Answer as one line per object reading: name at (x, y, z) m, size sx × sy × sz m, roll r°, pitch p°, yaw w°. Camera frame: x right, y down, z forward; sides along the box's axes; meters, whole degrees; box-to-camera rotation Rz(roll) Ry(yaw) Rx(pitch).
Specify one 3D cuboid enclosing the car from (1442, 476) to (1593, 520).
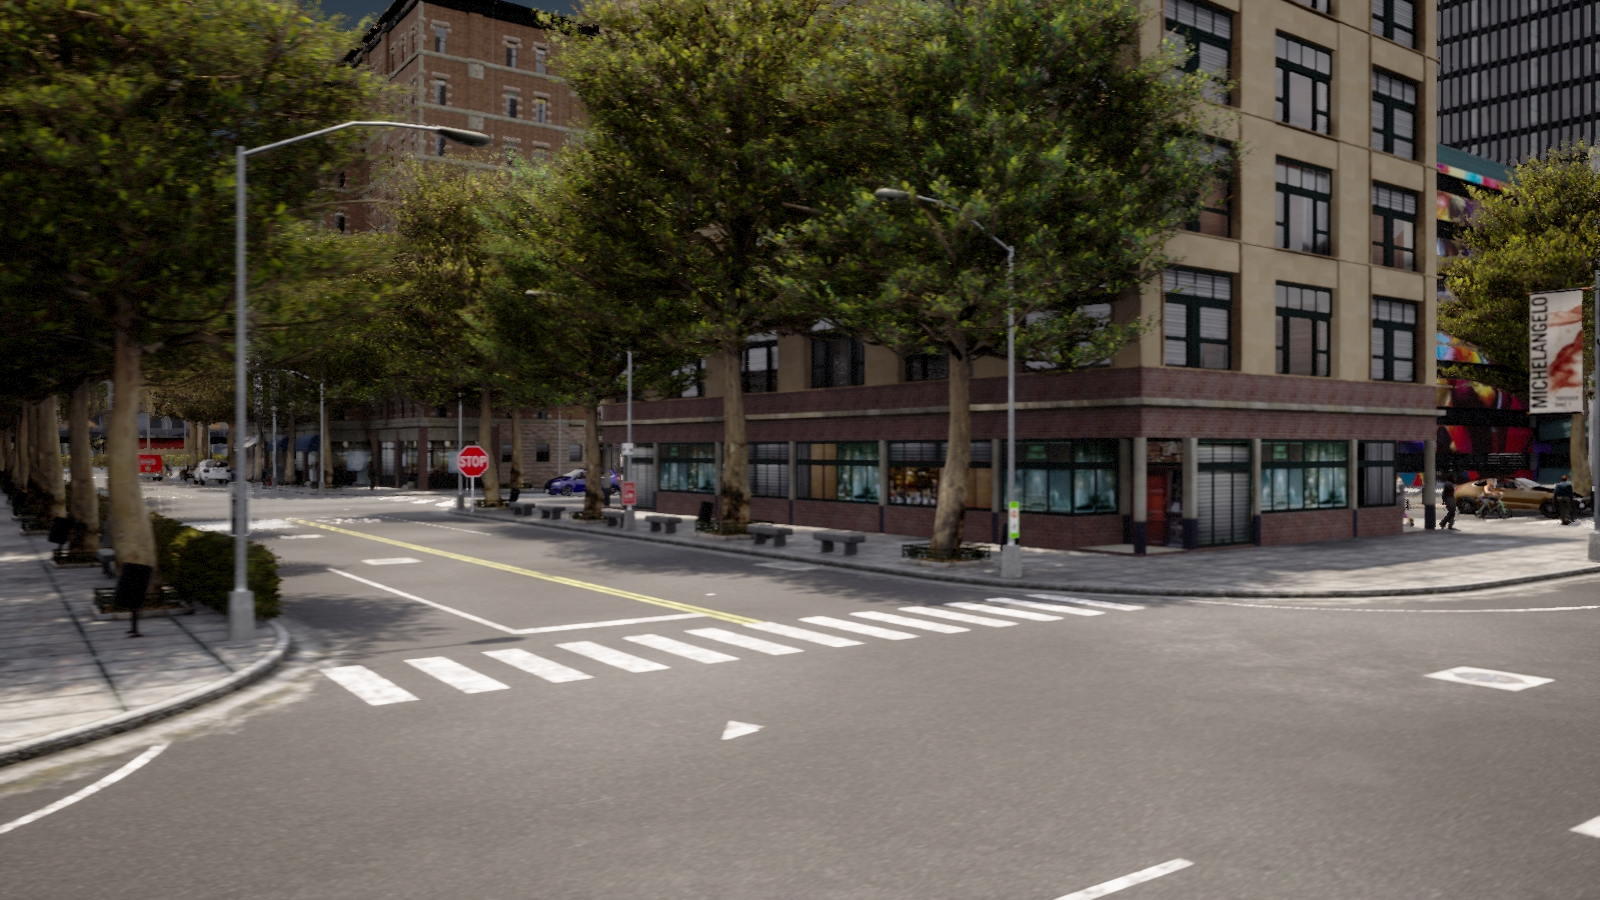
car at (30.613, 1.992, 48.906) m, size 2.152 × 1.651 × 5.027 m, roll 0°, pitch 0°, yaw -36°

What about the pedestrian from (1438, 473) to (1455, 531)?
pedestrian at (21.232, 1.697, 37.519) m, size 0.375 × 1.860 × 0.375 m, roll 0°, pitch 0°, yaw -37°

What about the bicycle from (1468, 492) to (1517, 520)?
bicycle at (28.081, 2.257, 46.326) m, size 0.859 × 1.080 × 1.487 m, roll 0°, pitch 0°, yaw -34°

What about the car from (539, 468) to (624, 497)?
car at (-13.409, 1.967, 70.268) m, size 4.611 × 1.667 × 2.242 m, roll 0°, pitch 0°, yaw -36°

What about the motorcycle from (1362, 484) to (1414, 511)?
motorcycle at (27.441, 2.214, 53.349) m, size 0.803 × 1.145 × 2.033 m, roll 0°, pitch 0°, yaw -36°

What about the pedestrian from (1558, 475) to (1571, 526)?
pedestrian at (28.250, 1.848, 42.225) m, size 0.375 × 1.860 × 0.375 m, roll 0°, pitch 0°, yaw 33°

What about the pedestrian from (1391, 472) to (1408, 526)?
pedestrian at (20.896, 1.697, 39.827) m, size 0.375 × 1.860 × 0.375 m, roll 0°, pitch 0°, yaw -33°

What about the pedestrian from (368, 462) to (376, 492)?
pedestrian at (-27.183, 1.697, 72.572) m, size 0.375 × 1.860 × 0.375 m, roll 0°, pitch 0°, yaw -38°

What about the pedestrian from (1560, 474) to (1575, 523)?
pedestrian at (29.256, 1.849, 43.545) m, size 0.375 × 1.860 × 0.375 m, roll 0°, pitch 0°, yaw -33°
